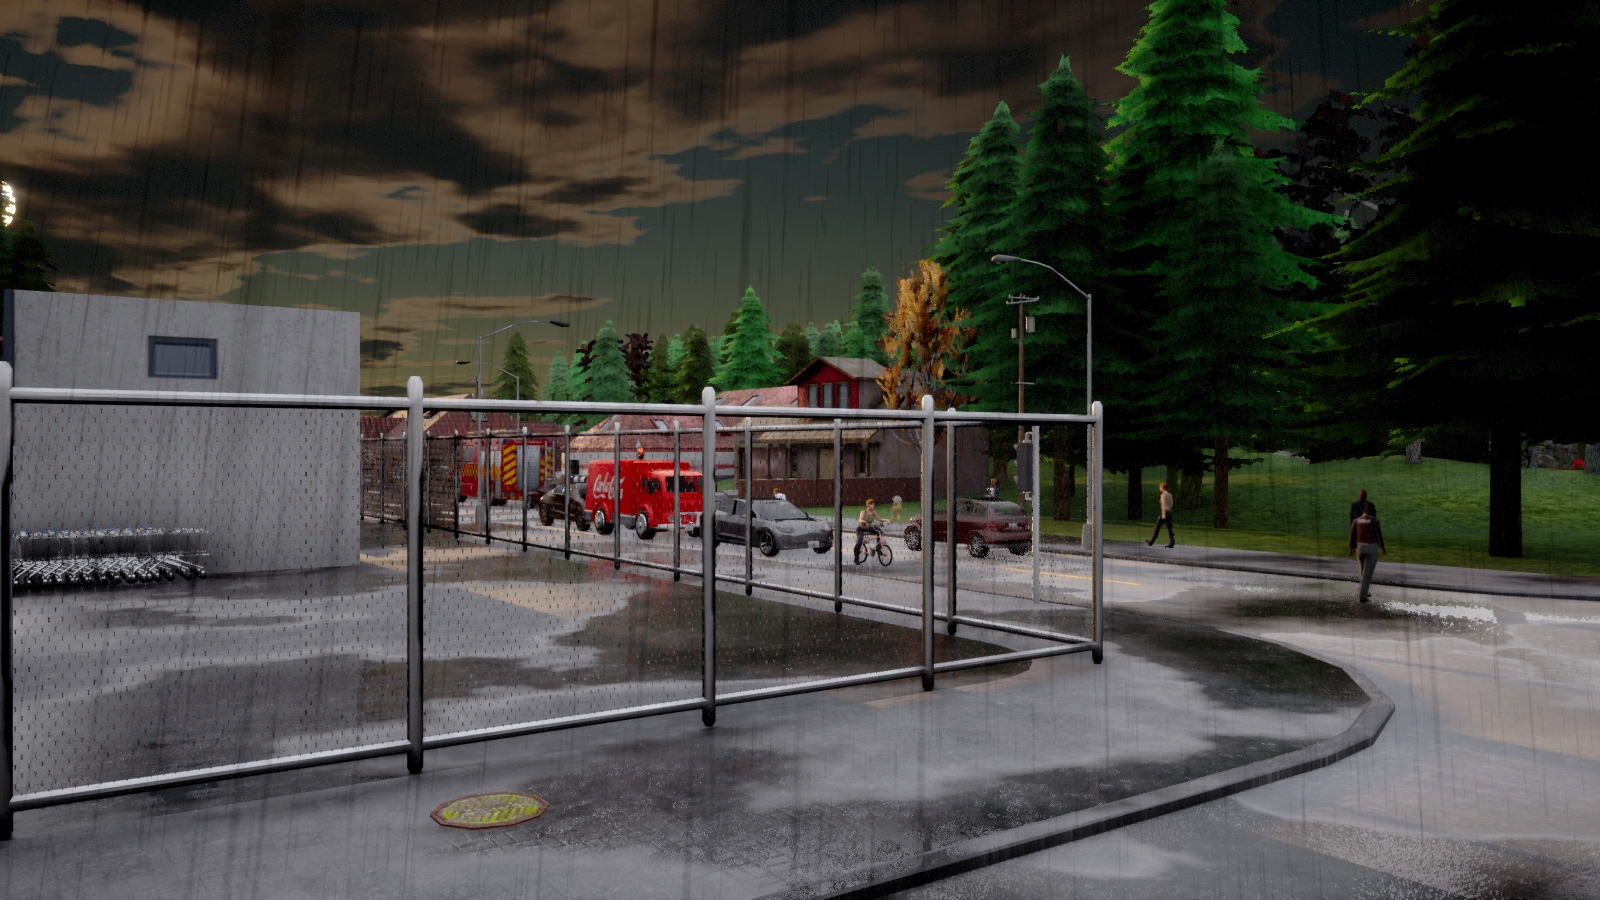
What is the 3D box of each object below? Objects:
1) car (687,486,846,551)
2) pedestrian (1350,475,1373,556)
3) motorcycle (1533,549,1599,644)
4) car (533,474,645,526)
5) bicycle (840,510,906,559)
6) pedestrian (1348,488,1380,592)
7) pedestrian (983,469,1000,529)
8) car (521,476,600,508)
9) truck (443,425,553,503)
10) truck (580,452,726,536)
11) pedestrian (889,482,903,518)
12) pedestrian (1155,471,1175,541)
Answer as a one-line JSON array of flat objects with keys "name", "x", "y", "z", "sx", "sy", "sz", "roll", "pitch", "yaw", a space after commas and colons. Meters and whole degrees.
[{"name": "car", "x": -1.029, "y": 1.840, "z": 31.812, "sx": 2.163, "sy": 1.488, "sz": 4.792, "roll": 0, "pitch": 0, "yaw": -35}, {"name": "pedestrian", "x": 13.111, "y": 1.520, "z": 26.676, "sx": 0.375, "sy": 1.860, "sz": 0.375, "roll": 0, "pitch": 0, "yaw": 4}, {"name": "motorcycle", "x": 11.115, "y": 1.991, "z": 15.348, "sx": 2.033, "sy": 1.145, "sz": 0.803, "roll": 0, "pitch": 1, "yaw": 25}, {"name": "car", "x": -7.756, "y": 1.772, "z": 41.538, "sx": 2.152, "sy": 1.651, "sz": 5.027, "roll": 0, "pitch": 0, "yaw": -34}, {"name": "bicycle", "x": 1.773, "y": 2.033, "z": 27.810, "sx": 0.859, "sy": 1.080, "sz": 1.487, "roll": 0, "pitch": 0, "yaw": -35}, {"name": "pedestrian", "x": 10.264, "y": 1.625, "z": 20.789, "sx": 0.375, "sy": 1.860, "sz": 0.375, "roll": 0, "pitch": 0, "yaw": -34}, {"name": "pedestrian", "x": 5.985, "y": 1.520, "z": 35.641, "sx": 0.375, "sy": 1.860, "sz": 0.375, "roll": 0, "pitch": 0, "yaw": -43}, {"name": "car", "x": -11.229, "y": 1.931, "z": 53.400, "sx": 1.895, "sy": 1.301, "sz": 4.718, "roll": 0, "pitch": 0, "yaw": -35}, {"name": "truck", "x": -16.070, "y": 0.667, "z": 60.303, "sx": 2.891, "sy": 3.827, "sz": 8.468, "roll": 0, "pitch": 0, "yaw": -35}, {"name": "truck", "x": -4.910, "y": 1.336, "z": 37.383, "sx": 2.627, "sy": 2.467, "sz": 5.204, "roll": 0, "pitch": 0, "yaw": -35}, {"name": "pedestrian", "x": 3.484, "y": 1.801, "z": 41.427, "sx": 0.375, "sy": 1.300, "sz": 0.375, "roll": 0, "pitch": 0, "yaw": -25}, {"name": "pedestrian", "x": 9.963, "y": 1.522, "z": 31.176, "sx": 0.375, "sy": 1.860, "sz": 0.375, "roll": 0, "pitch": 0, "yaw": -31}]
